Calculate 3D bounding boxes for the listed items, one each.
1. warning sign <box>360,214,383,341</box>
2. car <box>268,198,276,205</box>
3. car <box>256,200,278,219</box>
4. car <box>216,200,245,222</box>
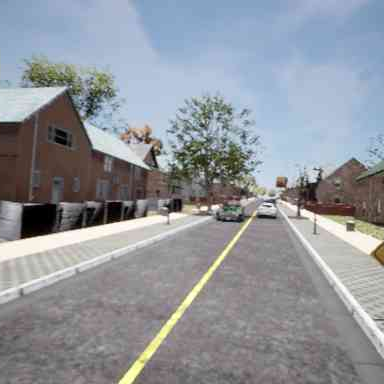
[{"bbox_3d":[3.556,1.288,5.317,1.300,1.860,1.060,0,-4,13],"label":"warning sign"},{"bbox_3d":[18.941,2.295,78.785,1.882,1.535,5.008,3,0,13],"label":"car"},{"bbox_3d":[7.753,1.882,34.365,1.812,1.442,4.674,3,0,14],"label":"car"},{"bbox_3d":[3.332,1.504,27.980,2.097,1.767,4.553,3,0,13],"label":"car"}]
